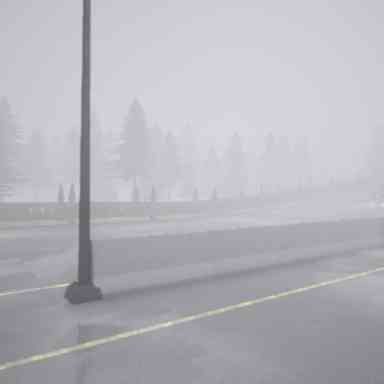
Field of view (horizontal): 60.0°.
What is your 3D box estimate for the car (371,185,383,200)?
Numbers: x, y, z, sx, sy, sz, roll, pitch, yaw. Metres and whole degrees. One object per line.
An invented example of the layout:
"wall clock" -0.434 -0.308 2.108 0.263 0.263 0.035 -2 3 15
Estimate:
"car" 21.394 -0.040 36.208 4.902 1.511 2.128 -8 4 -35
